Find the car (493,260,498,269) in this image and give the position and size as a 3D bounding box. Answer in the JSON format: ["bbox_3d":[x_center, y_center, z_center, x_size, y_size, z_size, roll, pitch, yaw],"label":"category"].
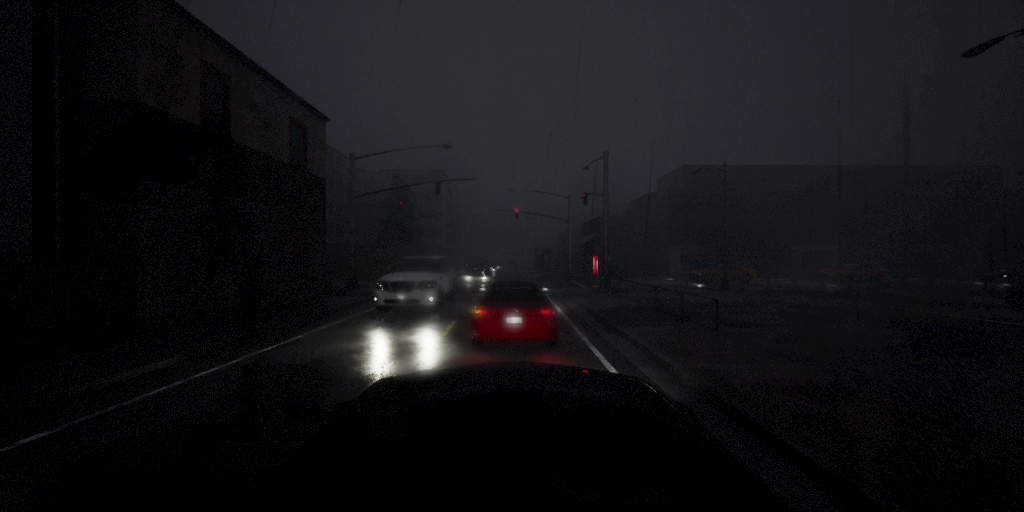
[{"bbox_3d":[-3.576,1.275,55.967,1.812,1.442,4.674,0,0,0],"label":"car"}]

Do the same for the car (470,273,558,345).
[{"bbox_3d":[0.064,1.314,9.508,1.994,1.385,4.181,0,0,0],"label":"car"}]

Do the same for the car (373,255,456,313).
[{"bbox_3d":[-3.585,0.972,14.318,2.150,2.045,5.566,0,0,-1],"label":"car"}]

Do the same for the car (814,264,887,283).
[{"bbox_3d":[27.812,1.404,29.603,5.008,1.535,1.882,0,0,0],"label":"car"}]

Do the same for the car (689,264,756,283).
[{"bbox_3d":[17.302,1.404,29.582,5.008,1.535,1.882,0,0,0],"label":"car"}]

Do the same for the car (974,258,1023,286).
[{"bbox_3d":[42.009,1.150,29.581,5.566,2.045,2.150,0,0,1],"label":"car"}]

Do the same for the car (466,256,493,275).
[{"bbox_3d":[-3.679,0.971,39.585,2.150,2.045,5.566,0,0,1],"label":"car"}]
